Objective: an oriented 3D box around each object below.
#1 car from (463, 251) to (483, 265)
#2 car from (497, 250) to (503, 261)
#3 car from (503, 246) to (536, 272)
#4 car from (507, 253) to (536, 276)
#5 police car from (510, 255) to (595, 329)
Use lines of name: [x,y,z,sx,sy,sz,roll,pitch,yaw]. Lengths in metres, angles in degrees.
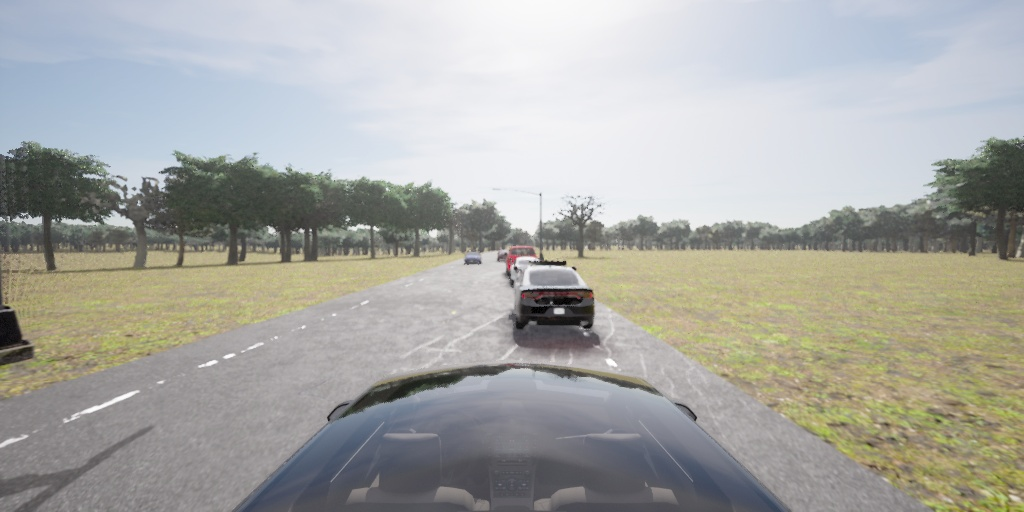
car: [-4.436,0.198,41.288,1.812,1.442,4.674,0,1,-2]
car: [-1.087,-0.049,50.490,1.812,1.442,4.674,0,2,-1]
car: [0.659,0.295,26.397,2.150,2.045,5.566,0,2,-2]
car: [0.831,0.762,20.361,1.812,1.442,4.674,0,2,-1]
police car: [1.006,0.934,10.436,1.930,1.638,5.238,0,2,-1]
